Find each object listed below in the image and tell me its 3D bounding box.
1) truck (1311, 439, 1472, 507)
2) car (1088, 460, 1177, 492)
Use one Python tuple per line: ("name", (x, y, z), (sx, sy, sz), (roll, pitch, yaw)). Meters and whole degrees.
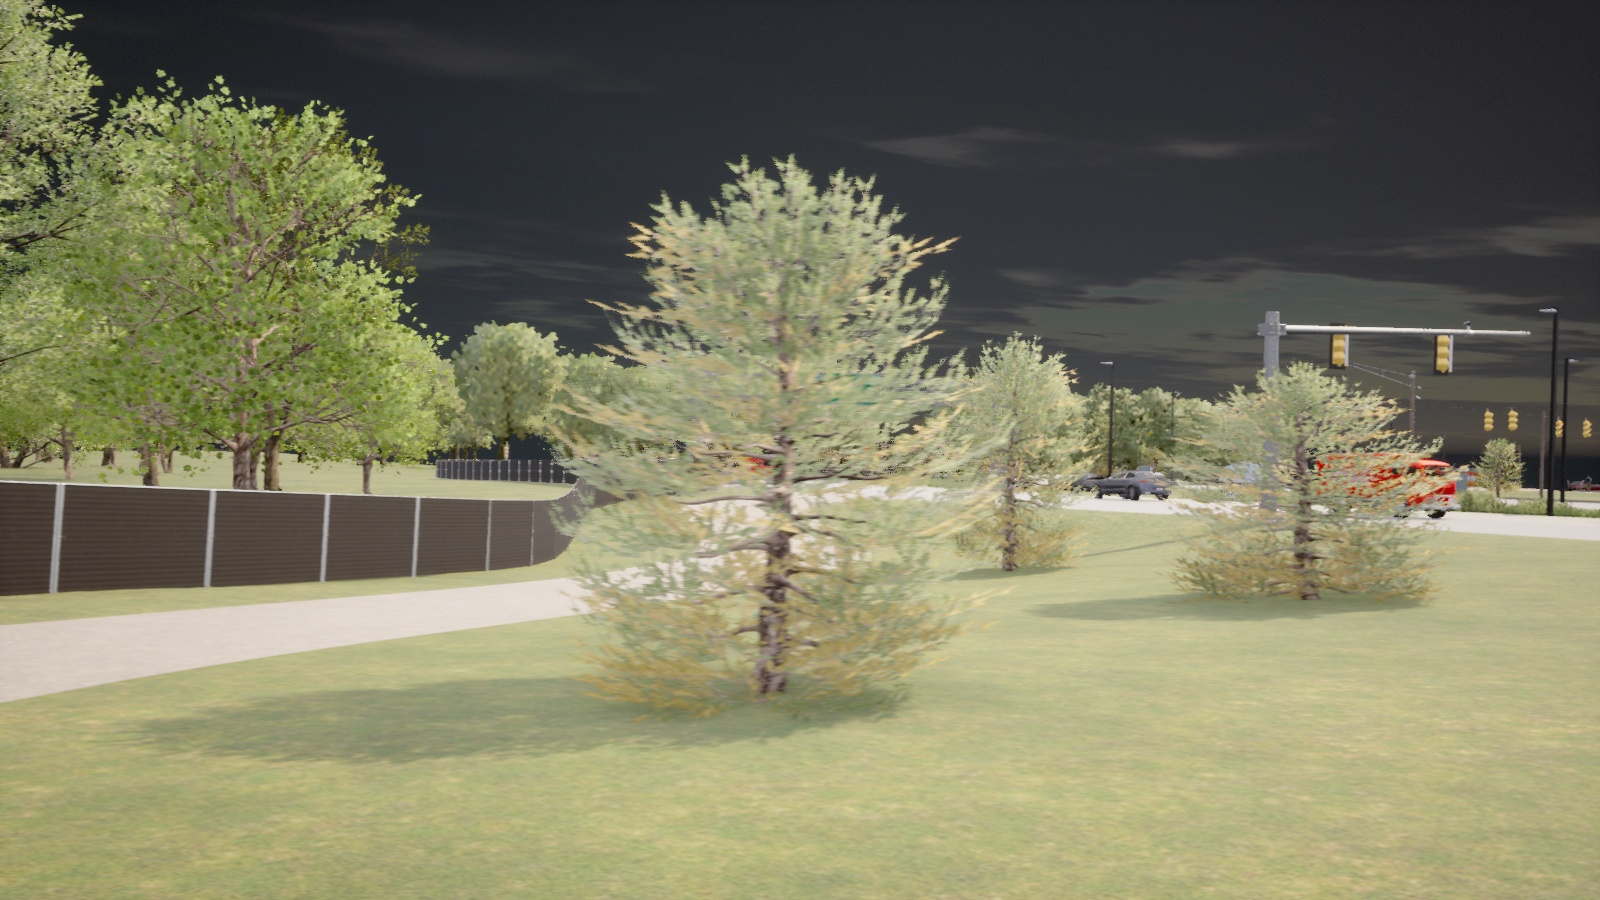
("truck", (22.659, 0.861, 48.395), (2.627, 2.467, 5.204), (0, -1, -22))
("car", (18.234, 1.407, 69.091), (2.152, 1.651, 5.027), (0, -1, -22))
